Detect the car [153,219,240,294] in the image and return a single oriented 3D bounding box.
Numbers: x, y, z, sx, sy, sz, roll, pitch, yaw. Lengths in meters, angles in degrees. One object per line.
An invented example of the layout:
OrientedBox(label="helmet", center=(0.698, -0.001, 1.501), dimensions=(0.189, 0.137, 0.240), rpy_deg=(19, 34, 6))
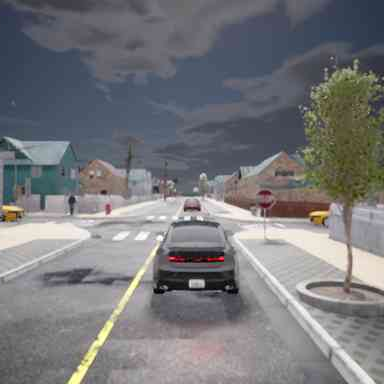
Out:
OrientedBox(label="car", center=(0.080, 1.477, 8.695), dimensions=(1.837, 1.490, 4.892), rpy_deg=(0, 0, 0))

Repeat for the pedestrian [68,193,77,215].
OrientedBox(label="pedestrian", center=(-9.686, 0.950, 26.789), dimensions=(0.375, 1.860, 0.375), rpy_deg=(0, -2, 0))

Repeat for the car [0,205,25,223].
OrientedBox(label="car", center=(-13.163, 1.132, 20.921), dimensions=(5.008, 1.535, 1.882), rpy_deg=(1, -1, 0))

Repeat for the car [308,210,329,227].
OrientedBox(label="car", center=(10.974, 1.712, 23.893), dimensions=(5.008, 1.535, 1.882), rpy_deg=(1, -1, -1))

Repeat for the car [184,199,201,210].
OrientedBox(label="car", center=(0.014, 1.475, 40.275), dimensions=(1.994, 1.385, 4.181), rpy_deg=(0, 0, 0))
